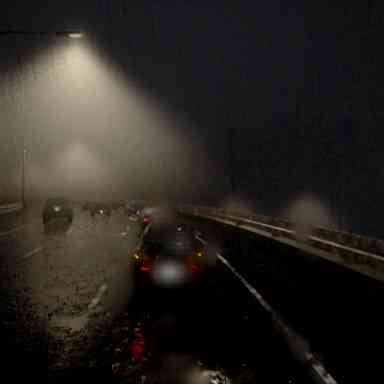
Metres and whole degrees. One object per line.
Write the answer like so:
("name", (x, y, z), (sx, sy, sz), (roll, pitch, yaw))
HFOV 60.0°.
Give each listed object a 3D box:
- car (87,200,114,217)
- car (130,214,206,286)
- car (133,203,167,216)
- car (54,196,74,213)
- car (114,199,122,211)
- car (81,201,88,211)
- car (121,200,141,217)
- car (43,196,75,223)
("car", (-9.478, 1.719, 34.231), (1.837, 1.490, 4.892), (0, -2, -18))
("car", (-0.693, 1.585, 9.536), (1.812, 1.442, 4.674), (0, 0, -5))
("car", (-2.620, 1.688, 22.318), (2.033, 1.411, 5.357), (0, 0, -12))
("car", (-16.276, 1.498, 42.122), (2.150, 2.045, 5.566), (0, 0, -24))
("car", (-10.045, 1.792, 45.175), (1.837, 1.490, 4.892), (0, 0, -24))
("car", (-13.712, 1.852, 44.818), (1.994, 1.385, 4.181), (0, 0, -24))
("car", (-5.845, 1.743, 34.370), (1.812, 1.442, 4.674), (0, 0, -18))
("car", (-11.033, 1.404, 27.630), (2.150, 2.045, 5.566), (0, 0, -18))
